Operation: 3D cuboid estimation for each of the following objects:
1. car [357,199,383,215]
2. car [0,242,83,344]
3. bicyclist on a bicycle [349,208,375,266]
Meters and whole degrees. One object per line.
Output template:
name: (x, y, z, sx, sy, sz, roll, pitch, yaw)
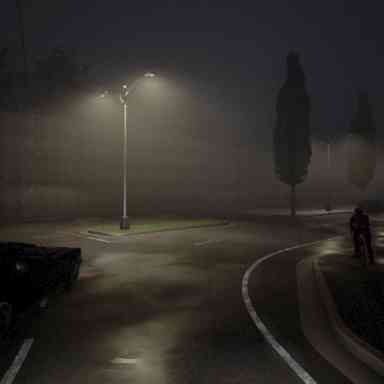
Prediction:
car: (18.551, 1.505, 34.110, 4.892, 1.490, 1.837, 0, 0, -43)
car: (-3.687, 1.601, 6.282, 1.895, 1.301, 4.718, 0, 0, 1)
bicyclist on a bicycle: (4.968, 1.302, 9.845, 0.582, 1.620, 1.656, 0, 0, 18)
